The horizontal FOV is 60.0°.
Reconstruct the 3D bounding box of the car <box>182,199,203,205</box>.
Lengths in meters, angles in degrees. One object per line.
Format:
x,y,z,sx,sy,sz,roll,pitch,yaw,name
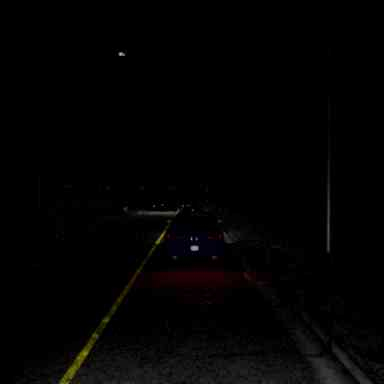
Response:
0.051,1.361,31.610,2.128,1.511,4.902,0,0,0,car

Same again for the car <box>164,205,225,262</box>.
0.078,1.450,12.090,1.882,1.535,5.008,0,0,0,car

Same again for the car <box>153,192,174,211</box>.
-3.275,1.042,38.468,2.150,2.045,5.566,0,0,-2,car
